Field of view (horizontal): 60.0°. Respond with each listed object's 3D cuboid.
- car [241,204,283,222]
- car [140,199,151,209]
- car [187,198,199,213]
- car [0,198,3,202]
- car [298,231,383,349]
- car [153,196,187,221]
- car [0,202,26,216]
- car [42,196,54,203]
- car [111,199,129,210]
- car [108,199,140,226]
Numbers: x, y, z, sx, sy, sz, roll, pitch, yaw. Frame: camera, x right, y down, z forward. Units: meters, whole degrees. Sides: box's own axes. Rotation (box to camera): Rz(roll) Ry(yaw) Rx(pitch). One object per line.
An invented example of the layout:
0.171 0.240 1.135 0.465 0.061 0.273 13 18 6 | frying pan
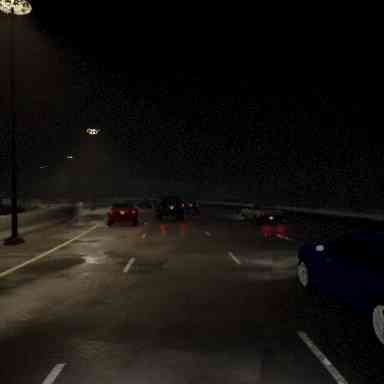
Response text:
5.464 1.642 26.608 1.895 1.301 4.718 -1 0 -9 | car
-7.641 1.855 51.735 1.812 1.442 4.674 0 0 -18 | car
-0.636 1.529 38.701 2.097 1.767 4.553 -1 0 -13 | car
-21.467 1.670 34.848 2.150 2.045 5.566 -1 0 -12 | car
3.564 1.456 6.143 1.882 1.535 5.008 0 0 -2 | car
-2.152 1.381 29.609 2.150 2.045 5.566 0 0 -11 | car
-17.191 1.938 31.452 1.994 1.385 4.181 -1 0 -11 | car
-30.593 1.767 70.647 2.150 2.045 5.566 -1 0 -27 | car
-11.037 1.865 50.867 2.128 1.511 4.902 0 0 -18 | car
-5.271 1.536 25.723 2.097 1.767 4.553 -1 0 -9 | car
